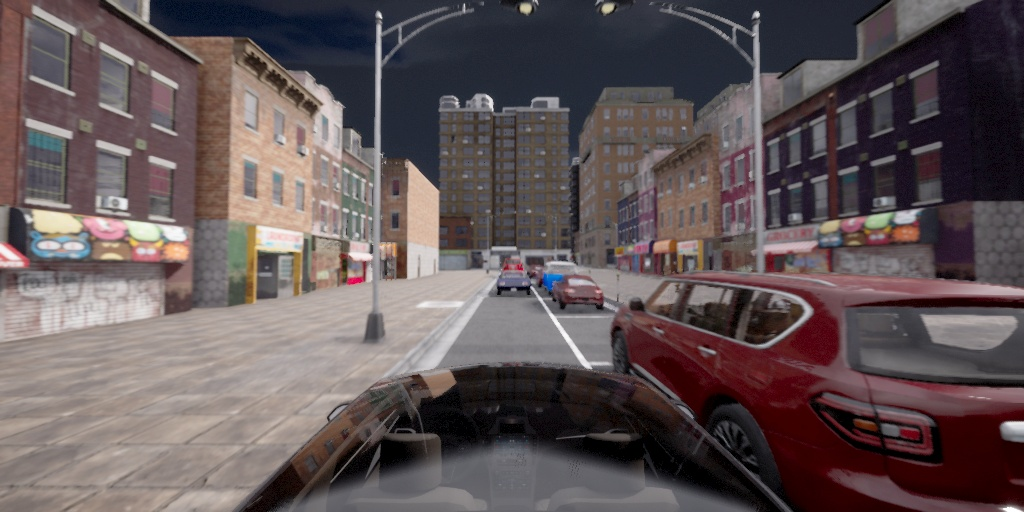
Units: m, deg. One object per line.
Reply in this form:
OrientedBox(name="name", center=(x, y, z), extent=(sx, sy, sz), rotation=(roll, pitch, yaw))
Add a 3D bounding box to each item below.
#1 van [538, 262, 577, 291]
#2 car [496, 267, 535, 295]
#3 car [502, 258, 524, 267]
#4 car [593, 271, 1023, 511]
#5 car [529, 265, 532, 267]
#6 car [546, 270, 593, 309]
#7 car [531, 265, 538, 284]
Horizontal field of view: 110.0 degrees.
OrientedBox(name="van", center=(2.638, 1.222, 20.413), extent=(1.690, 1.789, 3.998), rotation=(0, 0, 0))
OrientedBox(name="car", center=(0.095, 1.486, 20.941), extent=(1.895, 1.301, 4.718), rotation=(0, 0, 0))
OrientedBox(name="car", center=(0.094, 1.266, 38.472), extent=(2.150, 2.045, 5.566), rotation=(0, 0, 0))
OrientedBox(name="car", center=(2.638, 1.079, 4.100), extent=(2.192, 1.841, 5.009), rotation=(0, 0, 0))
OrientedBox(name="car", center=(2.638, 1.609, 36.725), extent=(1.802, 1.307, 4.207), rotation=(0, 0, 0))
OrientedBox(name="car", center=(2.638, 1.421, 14.975), extent=(1.802, 1.307, 4.207), rotation=(0, 0, 0))
OrientedBox(name="car", center=(2.638, 1.472, 25.850), extent=(1.888, 1.381, 4.507), rotation=(0, 0, 0))
